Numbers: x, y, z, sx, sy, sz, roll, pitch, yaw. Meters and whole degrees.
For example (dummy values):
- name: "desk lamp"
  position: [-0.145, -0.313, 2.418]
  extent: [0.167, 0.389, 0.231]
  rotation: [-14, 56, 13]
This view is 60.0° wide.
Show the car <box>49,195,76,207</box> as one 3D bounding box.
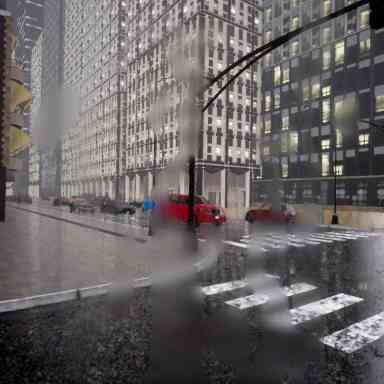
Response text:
- name: "car"
  position: [-19.042, 1.472, 48.914]
  extent: [1.994, 1.385, 4.181]
  rotation: [1, -1, -35]

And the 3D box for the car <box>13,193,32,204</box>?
- name: "car"
  position: [-30.556, 1.154, 60.503]
  extent: [2.192, 1.841, 5.009]
  rotation: [1, -1, -35]

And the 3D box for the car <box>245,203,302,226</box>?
- name: "car"
  position: [5.714, 1.505, 23.909]
  extent: [1.967, 1.590, 4.097]
  rotation: [1, -1, -35]

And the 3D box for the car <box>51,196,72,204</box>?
- name: "car"
  position: [-24.213, 1.503, 61.594]
  extent: [2.033, 1.411, 5.357]
  rotation: [1, -1, -38]

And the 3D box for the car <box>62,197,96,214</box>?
- name: "car"
  position: [-10.933, 1.427, 32.871]
  extent: [2.008, 1.369, 4.403]
  rotation: [1, -1, -35]

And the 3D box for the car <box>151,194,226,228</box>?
- name: "car"
  position: [-0.161, 1.169, 22.137]
  extent: [2.150, 2.045, 5.566]
  rotation: [1, -1, -37]

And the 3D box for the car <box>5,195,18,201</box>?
- name: "car"
  position: [-40.372, 1.377, 74.316]
  extent: [2.008, 1.369, 4.403]
  rotation: [1, -1, -35]

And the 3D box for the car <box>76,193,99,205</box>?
- name: "car"
  position: [-18.576, 1.248, 58.827]
  extent: [2.150, 2.045, 5.566]
  rotation: [1, -1, -35]

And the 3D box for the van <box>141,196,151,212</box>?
- name: "van"
  position: [-4.098, 1.382, 37.725]
  extent: [1.690, 1.788, 3.998]
  rotation: [1, -1, -35]

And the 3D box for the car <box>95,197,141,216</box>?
- name: "car"
  position: [-7.271, 1.477, 32.202]
  extent: [2.033, 1.411, 5.357]
  rotation: [1, -1, -34]

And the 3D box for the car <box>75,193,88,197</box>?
- name: "car"
  position: [-18.762, 1.316, 53.887]
  extent: [2.097, 1.767, 4.553]
  rotation: [1, -1, -36]

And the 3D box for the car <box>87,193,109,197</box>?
- name: "car"
  position: [-14.484, 1.380, 53.074]
  extent: [2.097, 1.767, 4.553]
  rotation: [1, -1, -35]

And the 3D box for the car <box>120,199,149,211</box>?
- name: "car"
  position: [-7.373, 1.584, 42.328]
  extent: [2.008, 1.369, 4.403]
  rotation: [1, -1, -35]

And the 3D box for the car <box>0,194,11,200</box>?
- name: "car"
  position: [-46.819, 1.365, 83.390]
  extent: [1.752, 1.417, 4.829]
  rotation: [1, -1, -35]

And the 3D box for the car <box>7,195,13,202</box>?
- name: "car"
  position: [-37.102, 1.396, 69.711]
  extent: [1.947, 1.339, 4.313]
  rotation: [1, -1, -35]

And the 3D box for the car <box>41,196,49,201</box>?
- name: "car"
  position: [-36.814, 1.570, 83.772]
  extent: [1.802, 1.307, 4.206]
  rotation: [1, -1, -35]
